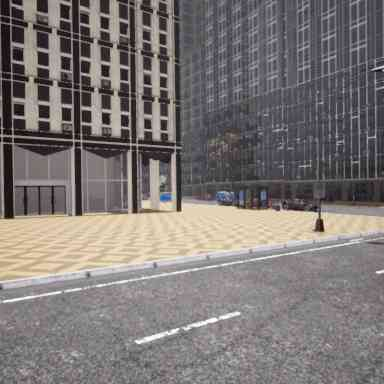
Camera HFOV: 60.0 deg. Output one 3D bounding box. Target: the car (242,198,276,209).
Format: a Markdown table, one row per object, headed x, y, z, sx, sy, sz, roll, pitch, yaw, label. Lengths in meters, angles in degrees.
| x | y | z | sx | sy | sz | roll | pitch | yaw | label |
| --- | --- | --- | --- | --- | --- | --- | --- | --- | --- |
| 8.470 | 1.387 | 40.479 | 1.802 | 1.307 | 4.206 | -1 | 1 | -34 | car |

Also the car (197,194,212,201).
| x | y | z | sx | sy | sz | roll | pitch | yaw | label |
| --- | --- | --- | --- | --- | --- | --- | --- | --- | --- |
| 2.678 | 1.042 | 64.042 | 1.802 | 1.307 | 4.206 | -1 | 1 | -34 | car |

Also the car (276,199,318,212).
| x | y | z | sx | sy | sz | roll | pitch | yaw | label |
| --- | --- | --- | --- | --- | --- | --- | --- | --- | --- |
| 11.659 | 1.422 | 35.771 | 1.947 | 1.339 | 4.313 | -1 | 1 | -34 | car |

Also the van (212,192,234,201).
| x | y | z | sx | sy | sz | roll | pitch | yaw | label |
| --- | --- | --- | --- | --- | --- | --- | --- | --- | --- |
| 5.879 | 0.854 | 59.343 | 1.690 | 1.788 | 3.998 | -1 | 1 | -34 | van |

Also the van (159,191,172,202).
| x | y | z | sx | sy | sz | roll | pitch | yaw | label |
| --- | --- | --- | --- | --- | --- | --- | --- | --- | --- |
| -4.246 | 0.936 | 59.319 | 1.690 | 1.788 | 3.998 | 0 | 1 | -34 | van |

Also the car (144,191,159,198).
| x | y | z | sx | sy | sz | roll | pitch | yaw | label |
| --- | --- | --- | --- | --- | --- | --- | --- | --- | --- |
| -10.132 | 0.684 | 82.822 | 1.967 | 1.590 | 4.097 | 0 | 1 | -34 | car |

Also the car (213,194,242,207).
| x | y | z | sx | sy | sz | roll | pitch | yaw | label |
| --- | --- | --- | --- | --- | --- | --- | --- | --- | --- |
| 5.316 | 1.318 | 45.207 | 1.947 | 1.339 | 4.313 | -1 | 1 | -34 | car |

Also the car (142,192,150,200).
| x | y | z | sx | sy | sz | roll | pitch | yaw | label |
| --- | --- | --- | --- | --- | --- | --- | --- | --- | --- |
| -10.651 | 1.038 | 68.713 | 2.008 | 1.369 | 4.403 | 0 | 1 | -34 | car |

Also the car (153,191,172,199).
| x | y | z | sx | sy | sz | roll | pitch | yaw | label |
| --- | --- | --- | --- | --- | --- | --- | --- | --- | --- |
| -6.930 | 0.613 | 78.126 | 2.192 | 1.841 | 5.009 | 0 | 1 | -34 | car |
